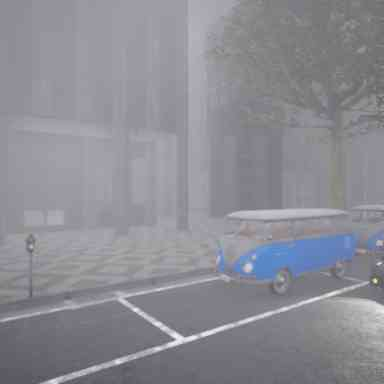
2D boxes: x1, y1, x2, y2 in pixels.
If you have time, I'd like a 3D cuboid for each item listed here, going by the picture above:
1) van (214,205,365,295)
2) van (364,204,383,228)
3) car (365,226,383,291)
[{"bbox_3d":[2.430,1.329,8.383,3.998,1.788,1.690,0,0,-36],"label":"van"},{"bbox_3d":[7.003,1.319,11.647,3.998,1.788,1.690,0,0,-36],"label":"van"},{"bbox_3d":[5.880,1.547,7.577,4.181,1.385,1.994,0,0,-36],"label":"car"}]
